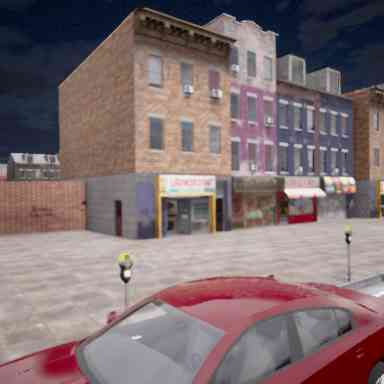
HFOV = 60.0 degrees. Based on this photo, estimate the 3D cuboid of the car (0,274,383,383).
[{"bbox_3d":[0.201,1.539,2.963,4.507,1.381,1.887,0,-1,-35],"label":"car"}]
